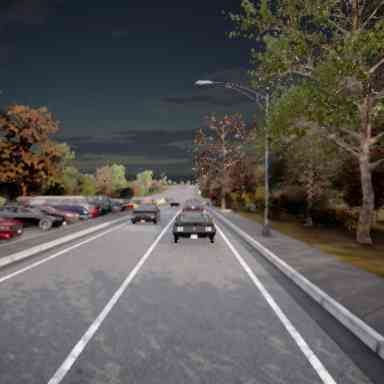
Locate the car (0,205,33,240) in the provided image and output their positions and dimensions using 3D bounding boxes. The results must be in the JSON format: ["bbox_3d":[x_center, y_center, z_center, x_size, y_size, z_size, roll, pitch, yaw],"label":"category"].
[{"bbox_3d":[-10.331,1.507,15.112,5.008,1.535,2.097,0,0,0],"label":"car"}]

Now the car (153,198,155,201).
[{"bbox_3d":[-10.276,2.230,65.057,4.792,1.488,2.163,0,-1,0],"label":"car"}]

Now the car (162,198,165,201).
[{"bbox_3d":[-10.113,2.549,81.580,5.366,1.575,1.946,0,-2,0],"label":"car"}]

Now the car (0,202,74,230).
[{"bbox_3d":[-10.293,1.553,20.663,4.792,1.488,2.163,0,0,0],"label":"car"}]

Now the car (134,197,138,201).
[{"bbox_3d":[-10.282,1.707,45.630,4.553,1.767,2.185,0,-1,0],"label":"car"}]

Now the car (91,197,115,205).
[{"bbox_3d":[-23.405,2.455,87.294,5.566,2.045,2.435,0,-2,0],"label":"car"}]

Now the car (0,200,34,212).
[{"bbox_3d":[-23.388,1.782,42.983,5.008,1.535,2.097,0,-1,0],"label":"car"}]

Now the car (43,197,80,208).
[{"bbox_3d":[-23.359,1.845,59.608,5.566,2.045,2.435,0,-1,0],"label":"car"}]

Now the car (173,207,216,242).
[{"bbox_3d":[0.098,1.628,16.442,1.895,1.301,4.718,0,0,0],"label":"car"}]

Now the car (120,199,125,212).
[{"bbox_3d":[-10.319,1.715,37.300,4.674,1.452,2.002,0,-1,0],"label":"car"}]

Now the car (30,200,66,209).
[{"bbox_3d":[-23.384,1.991,54.062,5.008,1.535,2.097,0,-1,0],"label":"car"}]

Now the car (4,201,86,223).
[{"bbox_3d":[-10.325,1.571,23.441,4.674,1.452,2.002,0,0,0],"label":"car"}]

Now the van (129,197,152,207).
[{"bbox_3d":[-10.421,2.027,67.838,4.442,1.987,1.878,0,-1,0],"label":"van"}]

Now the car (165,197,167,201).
[{"bbox_3d":[-10.111,2.703,87.251,5.366,1.575,1.946,0,-2,0],"label":"car"}]

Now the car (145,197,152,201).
[{"bbox_3d":[-10.123,2.040,56.730,5.366,1.575,1.946,0,-1,0],"label":"car"}]

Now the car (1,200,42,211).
[{"bbox_3d":[-23.390,1.874,45.753,4.674,1.452,2.002,0,-1,0],"label":"car"}]

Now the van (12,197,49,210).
[{"bbox_3d":[-23.508,1.659,48.402,4.442,1.987,1.878,0,-1,0],"label":"van"}]

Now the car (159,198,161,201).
[{"bbox_3d":[-10.295,2.421,76.161,4.892,1.521,2.231,0,-1,0],"label":"car"}]

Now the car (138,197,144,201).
[{"bbox_3d":[-10.126,1.882,48.404,5.366,1.575,1.946,0,-1,0],"label":"car"}]

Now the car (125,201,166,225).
[{"bbox_3d":[-3.354,1.631,25.303,2.033,1.411,5.357,0,0,0],"label":"car"}]

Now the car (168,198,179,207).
[{"bbox_3d":[-3.319,2.318,65.602,1.895,1.301,4.718,0,-1,0],"label":"car"}]

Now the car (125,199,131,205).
[{"bbox_3d":[-10.310,1.727,40.076,5.008,1.535,2.097,0,-1,0],"label":"car"}]

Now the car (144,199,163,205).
[{"bbox_3d":[-10.301,2.784,90.025,4.892,1.521,2.231,0,-2,0],"label":"car"}]

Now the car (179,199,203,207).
[{"bbox_3d":[0.090,1.523,34.069,2.097,1.767,4.553,0,-1,0],"label":"car"}]

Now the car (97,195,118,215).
[{"bbox_3d":[-10.347,1.319,31.754,5.566,2.045,2.435,0,-1,0],"label":"car"}]

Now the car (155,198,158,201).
[{"bbox_3d":[-10.332,2.335,70.609,4.792,1.488,2.163,0,-1,0],"label":"car"}]

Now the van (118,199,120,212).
[{"bbox_3d":[-10.201,1.397,34.529,4.442,1.987,1.878,0,-1,0],"label":"van"}]

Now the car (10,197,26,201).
[{"bbox_3d":[-23.367,1.476,40.094,5.566,2.045,2.435,0,-1,0],"label":"car"}]

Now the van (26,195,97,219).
[{"bbox_3d":[-10.204,1.313,26.217,4.442,1.987,1.878,0,0,0],"label":"van"}]

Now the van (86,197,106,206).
[{"bbox_3d":[-23.495,2.327,81.632,4.442,1.987,1.878,0,-1,0],"label":"van"}]

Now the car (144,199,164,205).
[{"bbox_3d":[-10.479,2.857,92.801,5.366,1.575,1.946,0,-2,0],"label":"car"}]

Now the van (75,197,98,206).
[{"bbox_3d":[-23.273,2.136,73.471,4.442,1.987,1.878,0,-1,0],"label":"van"}]

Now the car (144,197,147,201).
[{"bbox_3d":[-10.316,1.992,53.955,4.892,1.521,2.231,0,-1,0],"label":"car"}]

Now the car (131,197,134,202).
[{"bbox_3d":[-10.283,1.655,42.855,4.553,1.767,2.185,0,-1,0],"label":"car"}]

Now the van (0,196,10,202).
[{"bbox_3d":[-23.513,1.449,37.323,4.442,1.987,1.878,0,-1,0],"label":"van"}]

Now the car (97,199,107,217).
[{"bbox_3d":[-10.349,1.577,28.999,4.792,1.488,2.163,0,-1,0],"label":"car"}]

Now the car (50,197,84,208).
[{"bbox_3d":[-23.358,1.898,62.377,5.566,2.045,2.435,0,-1,0],"label":"car"}]

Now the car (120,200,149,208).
[{"bbox_3d":[-10.278,2.125,59.506,4.792,1.488,2.163,0,-1,0],"label":"car"}]
